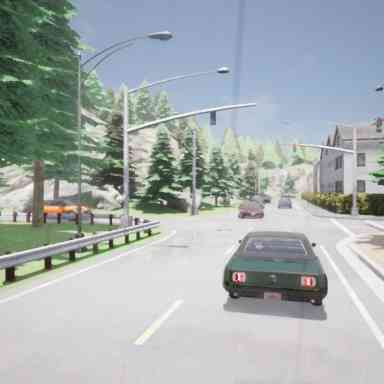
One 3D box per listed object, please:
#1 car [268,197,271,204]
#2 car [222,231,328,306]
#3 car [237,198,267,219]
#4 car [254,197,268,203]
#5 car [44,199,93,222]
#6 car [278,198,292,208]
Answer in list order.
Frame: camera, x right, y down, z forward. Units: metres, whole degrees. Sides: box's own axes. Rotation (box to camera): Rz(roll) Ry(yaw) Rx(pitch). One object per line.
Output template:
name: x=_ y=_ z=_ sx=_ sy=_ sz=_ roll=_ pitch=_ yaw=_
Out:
car: x=14.151 y=1.603 z=63.641 sx=1.895 sy=1.301 sz=4.718 roll=0 pitch=0 yaw=16
car: x=2.059 y=1.601 z=8.143 sx=1.895 sy=1.301 sz=4.718 roll=0 pitch=0 yaw=16
car: x=5.012 y=1.527 z=29.172 sx=1.812 sy=1.442 sz=4.674 roll=0 pitch=0 yaw=2
car: x=8.878 y=1.491 z=45.513 sx=2.128 sy=1.511 sz=4.902 roll=0 pitch=0 yaw=16
car: x=-10.266 y=1.367 z=26.566 sx=4.553 sy=1.767 sz=2.097 roll=0 pitch=0 yaw=16
car: x=13.551 y=1.546 z=48.429 sx=2.033 sy=1.411 sz=5.357 roll=0 pitch=0 yaw=16
